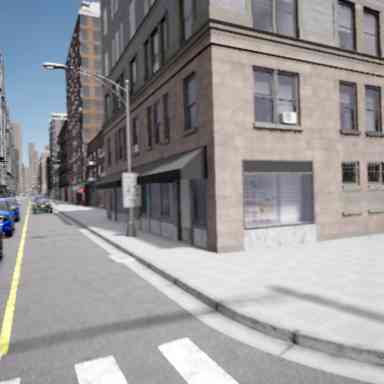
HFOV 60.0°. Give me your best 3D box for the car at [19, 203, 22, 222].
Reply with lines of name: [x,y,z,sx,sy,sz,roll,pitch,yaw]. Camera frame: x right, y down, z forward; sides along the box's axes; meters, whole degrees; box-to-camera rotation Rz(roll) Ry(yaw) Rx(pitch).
car: [-16.024,1.503,28.679,2.150,2.045,5.566,-2,0,-26]

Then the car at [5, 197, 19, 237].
car: [-11.367,1.429,18.990,2.150,2.045,5.566,-2,0,-26]

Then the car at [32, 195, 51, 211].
car: [-22.052,1.562,48.557,2.150,2.045,5.566,-2,0,-27]

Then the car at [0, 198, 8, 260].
car: [-6.896,1.356,9.712,2.150,2.045,5.566,-2,0,-26]

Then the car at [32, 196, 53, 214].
car: [-17.819,1.625,39.729,2.097,1.767,4.553,-2,0,-26]
